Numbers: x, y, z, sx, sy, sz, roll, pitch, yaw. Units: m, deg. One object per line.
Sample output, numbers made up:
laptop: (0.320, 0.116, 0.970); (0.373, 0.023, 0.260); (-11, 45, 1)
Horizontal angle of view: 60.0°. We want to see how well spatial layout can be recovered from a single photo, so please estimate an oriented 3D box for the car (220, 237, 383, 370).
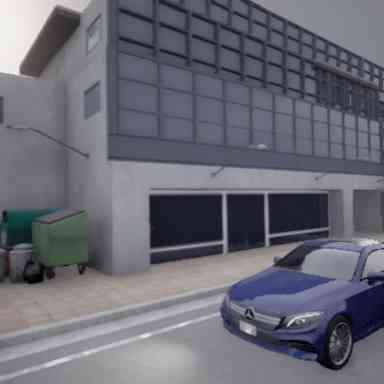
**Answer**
car: (2.615, 1.594, 5.951); (4.674, 1.442, 1.812); (0, -1, -37)
